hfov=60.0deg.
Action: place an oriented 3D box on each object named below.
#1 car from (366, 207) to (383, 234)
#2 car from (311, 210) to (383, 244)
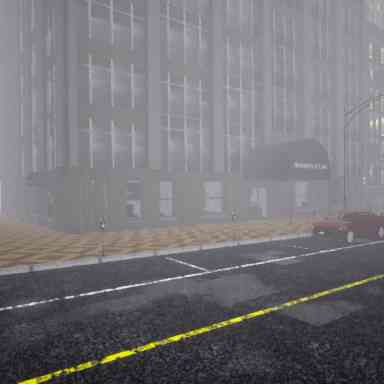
[{"bbox_3d":[12.101,1.547,19.065,4.403,1.369,2.008,0,-1,-35],"label":"car"},{"bbox_3d":[7.474,1.542,15.764,4.507,1.381,1.887,0,-1,-35],"label":"car"}]
